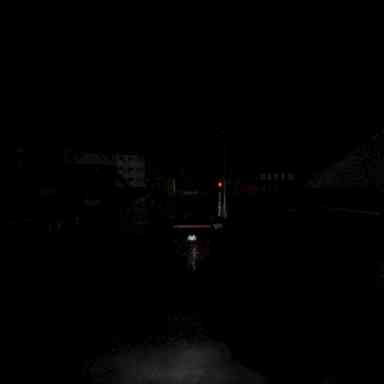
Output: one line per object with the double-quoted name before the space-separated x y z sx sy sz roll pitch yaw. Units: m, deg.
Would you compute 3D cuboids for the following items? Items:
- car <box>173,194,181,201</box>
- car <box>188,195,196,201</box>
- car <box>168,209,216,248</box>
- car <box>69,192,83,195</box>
"car" -4.000 1.348 88.265 2.097 1.767 4.553 0 0 0
"car" 0.000 1.412 83.542 2.033 1.411 5.357 0 0 0
"car" 0.000 1.493 14.650 2.128 1.511 4.902 0 0 0
"car" -19.758 0.983 55.039 1.905 1.878 3.866 0 0 35
